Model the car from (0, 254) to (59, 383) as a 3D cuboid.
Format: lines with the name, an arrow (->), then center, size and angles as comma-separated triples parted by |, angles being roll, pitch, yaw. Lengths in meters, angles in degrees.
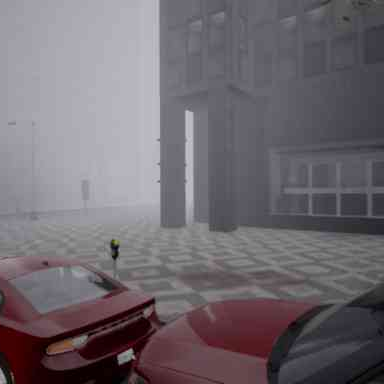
car -> -2.505, 1.588, 4.746 | 4.507, 1.381, 1.887 | -1, 0, 35

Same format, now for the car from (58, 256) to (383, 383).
car -> 1.800, 1.309, 1.676 | 5.009, 1.841, 2.192 | -1, 0, 35
